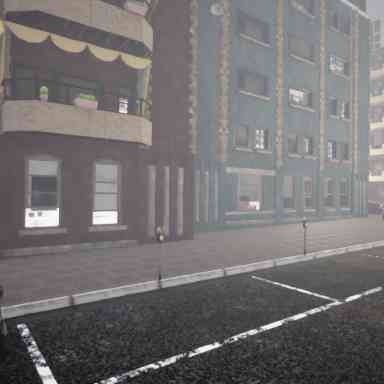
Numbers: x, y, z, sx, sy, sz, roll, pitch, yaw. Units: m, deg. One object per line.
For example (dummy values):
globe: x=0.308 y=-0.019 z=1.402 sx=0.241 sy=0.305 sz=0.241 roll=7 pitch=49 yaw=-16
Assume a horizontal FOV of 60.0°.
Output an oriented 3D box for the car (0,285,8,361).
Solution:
car: x=-4.166 y=1.565 z=3.117 sx=4.313 sy=1.339 sz=1.947 roll=0 pitch=1 yaw=-35

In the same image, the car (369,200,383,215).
car: x=16.174 y=1.254 z=32.658 sx=2.192 sy=1.841 sz=5.009 roll=1 pitch=0 yaw=-36
